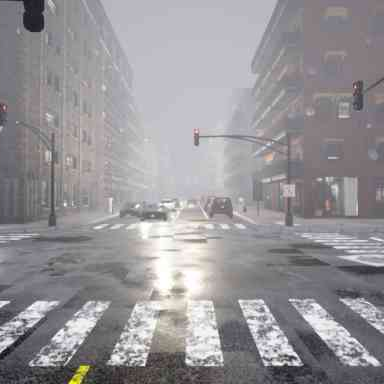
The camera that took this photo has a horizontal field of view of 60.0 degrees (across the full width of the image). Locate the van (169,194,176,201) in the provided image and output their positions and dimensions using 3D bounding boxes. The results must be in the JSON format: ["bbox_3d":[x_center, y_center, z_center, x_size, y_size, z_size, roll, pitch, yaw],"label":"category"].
[{"bbox_3d":[-5.393,1.591,91.325,1.690,1.788,3.998,1,0,0],"label":"van"}]

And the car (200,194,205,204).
[{"bbox_3d":[2.542,1.337,41.315,2.192,1.841,5.009,1,0,0],"label":"car"}]

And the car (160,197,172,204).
[{"bbox_3d":[-5.373,1.669,69.069,2.008,1.369,4.403,1,0,0],"label":"car"}]

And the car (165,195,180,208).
[{"bbox_3d":[-2.814,1.566,50.006,1.812,1.442,4.674,0,0,0],"label":"car"}]

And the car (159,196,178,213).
[{"bbox_3d":[-2.872,1.544,38.278,1.812,1.442,4.674,0,0,0],"label":"car"}]

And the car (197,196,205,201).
[{"bbox_3d":[2.484,1.816,91.364,1.947,1.339,4.313,1,0,0],"label":"car"}]

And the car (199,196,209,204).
[{"bbox_3d":[2.509,1.558,69.112,1.967,1.590,4.097,1,0,0],"label":"car"}]

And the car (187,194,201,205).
[{"bbox_3d":[0.039,1.567,60.150,2.128,1.511,4.902,0,0,0],"label":"car"}]

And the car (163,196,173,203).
[{"bbox_3d":[-5.378,1.673,74.461,1.752,1.417,4.829,1,0,0],"label":"car"}]

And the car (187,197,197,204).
[{"bbox_3d":[-0.008,1.687,70.385,1.994,1.385,4.181,0,0,0],"label":"car"}]

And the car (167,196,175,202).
[{"bbox_3d":[-5.390,1.767,85.759,2.008,1.369,4.403,1,0,0],"label":"car"}]

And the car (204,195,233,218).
[{"bbox_3d":[2.555,1.327,30.190,2.192,1.841,5.009,1,0,0],"label":"car"}]

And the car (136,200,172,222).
[{"bbox_3d":[-2.871,1.574,26.210,1.994,1.385,4.181,0,0,0],"label":"car"}]

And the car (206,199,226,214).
[{"bbox_3d":[2.545,1.541,35.919,1.752,1.417,4.829,1,0,0],"label":"car"}]

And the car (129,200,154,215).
[{"bbox_3d":[-5.335,1.582,35.697,1.947,1.339,4.313,1,0,0],"label":"car"}]

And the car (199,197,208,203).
[{"bbox_3d":[2.501,1.731,74.672,1.802,1.307,4.206,1,0,0],"label":"car"}]

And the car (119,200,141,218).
[{"bbox_3d":[-5.329,1.578,30.136,1.947,1.339,4.313,1,0,0],"label":"car"}]

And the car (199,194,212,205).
[{"bbox_3d":[2.517,1.404,63.549,2.192,1.841,5.009,1,0,0],"label":"car"}]
